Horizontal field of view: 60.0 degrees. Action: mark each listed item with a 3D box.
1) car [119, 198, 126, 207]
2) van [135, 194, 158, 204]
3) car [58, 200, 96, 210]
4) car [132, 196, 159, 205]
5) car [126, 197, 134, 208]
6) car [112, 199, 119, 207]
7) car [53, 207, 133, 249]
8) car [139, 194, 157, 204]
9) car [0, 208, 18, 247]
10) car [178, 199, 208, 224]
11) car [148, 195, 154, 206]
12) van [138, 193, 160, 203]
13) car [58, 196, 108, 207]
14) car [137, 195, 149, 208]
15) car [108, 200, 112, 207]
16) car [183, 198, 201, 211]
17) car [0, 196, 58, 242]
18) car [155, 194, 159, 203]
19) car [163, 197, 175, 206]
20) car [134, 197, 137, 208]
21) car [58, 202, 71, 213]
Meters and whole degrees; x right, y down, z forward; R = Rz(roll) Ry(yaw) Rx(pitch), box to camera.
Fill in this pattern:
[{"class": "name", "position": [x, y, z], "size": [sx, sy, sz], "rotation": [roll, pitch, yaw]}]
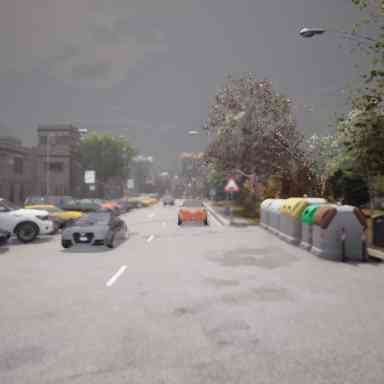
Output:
[{"class": "car", "position": [-9.287, 1.422, 33.135], "size": [4.553, 1.767, 2.185], "rotation": [-1, 0, -20]}, {"class": "van", "position": [-9.382, 1.391, 69.111], "size": [4.442, 1.987, 1.878], "rotation": [-1, 1, -20]}, {"class": "car", "position": [-9.136, 1.508, 21.200], "size": [5.366, 1.575, 1.946], "rotation": [-1, 0, -20]}, {"class": "car", "position": [-9.256, 1.642, 66.166], "size": [5.008, 1.535, 2.097], "rotation": [-1, 0, -20]}, {"class": "car", "position": [-9.215, 1.587, 36.154], "size": [4.792, 1.488, 2.163], "rotation": [-1, 0, -20]}, {"class": "car", "position": [-9.300, 1.412, 30.133], "size": [4.553, 1.767, 2.185], "rotation": [-1, 0, -20]}, {"class": "car", "position": [-4.098, 1.579, 14.538], "size": [1.994, 1.385, 4.181], "rotation": [0, 0, 0]}, {"class": "car", "position": [-9.041, 1.626, 54.212], "size": [5.366, 1.575, 1.946], "rotation": [-1, 0, -20]}, {"class": "car", "position": [-9.331, 1.526, 12.142], "size": [4.792, 1.488, 2.163], "rotation": [-1, 0, -20]}, {"class": "car", "position": [0.050, 1.388, 25.057], "size": [2.097, 1.767, 4.553], "rotation": [0, 0, 0]}, {"class": "car", "position": [-9.040, 1.614, 51.211], "size": [5.366, 1.575, 1.946], "rotation": [-1, 0, -20]}, {"class": "van", "position": [-9.403, 1.364, 72.112], "size": [4.442, 1.987, 1.878], "rotation": [-1, 1, -20]}, {"class": "car", "position": [-9.285, 1.269, 24.159], "size": [5.566, 2.045, 2.435], "rotation": [-1, 0, -20]}, {"class": "car", "position": [-9.224, 1.608, 48.146], "size": [4.892, 1.521, 2.231], "rotation": [-1, -1, -20]}, {"class": "car", "position": [-9.277, 1.569, 27.136], "size": [4.674, 1.452, 2.002], "rotation": [-1, 0, -20]}, {"class": "car", "position": [0.029, 1.587, 42.604], "size": [2.128, 1.511, 4.902], "rotation": [0, 0, 0]}, {"class": "car", "position": [-9.318, 1.250, 15.142], "size": [5.566, 2.045, 2.435], "rotation": [-1, 0, -20]}, {"class": "car", "position": [-9.404, 1.660, 63.098], "size": [5.366, 1.575, 1.946], "rotation": [-1, 0, -20]}, {"class": "car", "position": [-3.961, 1.662, 57.075], "size": [1.837, 1.490, 4.892], "rotation": [0, 0, 1]}, {"class": "car", "position": [-9.236, 1.609, 39.146], "size": [4.674, 1.452, 2.002], "rotation": [-1, -1, -20]}, {"class": "car", "position": [-9.297, 1.536, 18.143], "size": [4.792, 1.488, 2.163], "rotation": [-1, 0, -20]}]
